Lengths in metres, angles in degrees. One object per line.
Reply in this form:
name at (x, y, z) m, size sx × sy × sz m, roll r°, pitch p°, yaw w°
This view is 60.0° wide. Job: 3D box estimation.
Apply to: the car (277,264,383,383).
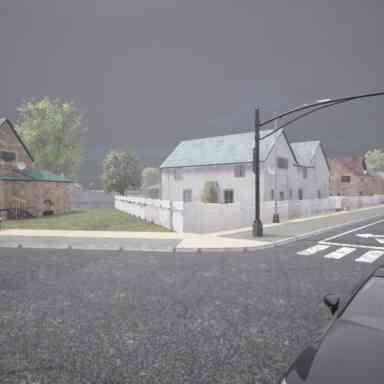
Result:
car at (2.561, 1.524, 3.463) m, size 1.812 × 1.442 × 4.674 m, roll 0°, pitch 0°, yaw 42°
